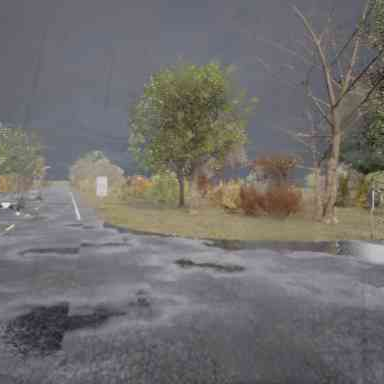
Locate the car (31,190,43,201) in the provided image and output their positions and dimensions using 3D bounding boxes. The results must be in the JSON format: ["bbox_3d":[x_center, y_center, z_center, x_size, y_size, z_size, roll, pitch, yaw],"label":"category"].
[{"bbox_3d":[-22.656,0.438,47.881,1.812,1.442,4.674,1,1,-20],"label":"car"}]

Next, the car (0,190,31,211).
[{"bbox_3d":[-15.547,0.820,28.617,2.128,1.511,4.902,1,1,-20],"label":"car"}]
